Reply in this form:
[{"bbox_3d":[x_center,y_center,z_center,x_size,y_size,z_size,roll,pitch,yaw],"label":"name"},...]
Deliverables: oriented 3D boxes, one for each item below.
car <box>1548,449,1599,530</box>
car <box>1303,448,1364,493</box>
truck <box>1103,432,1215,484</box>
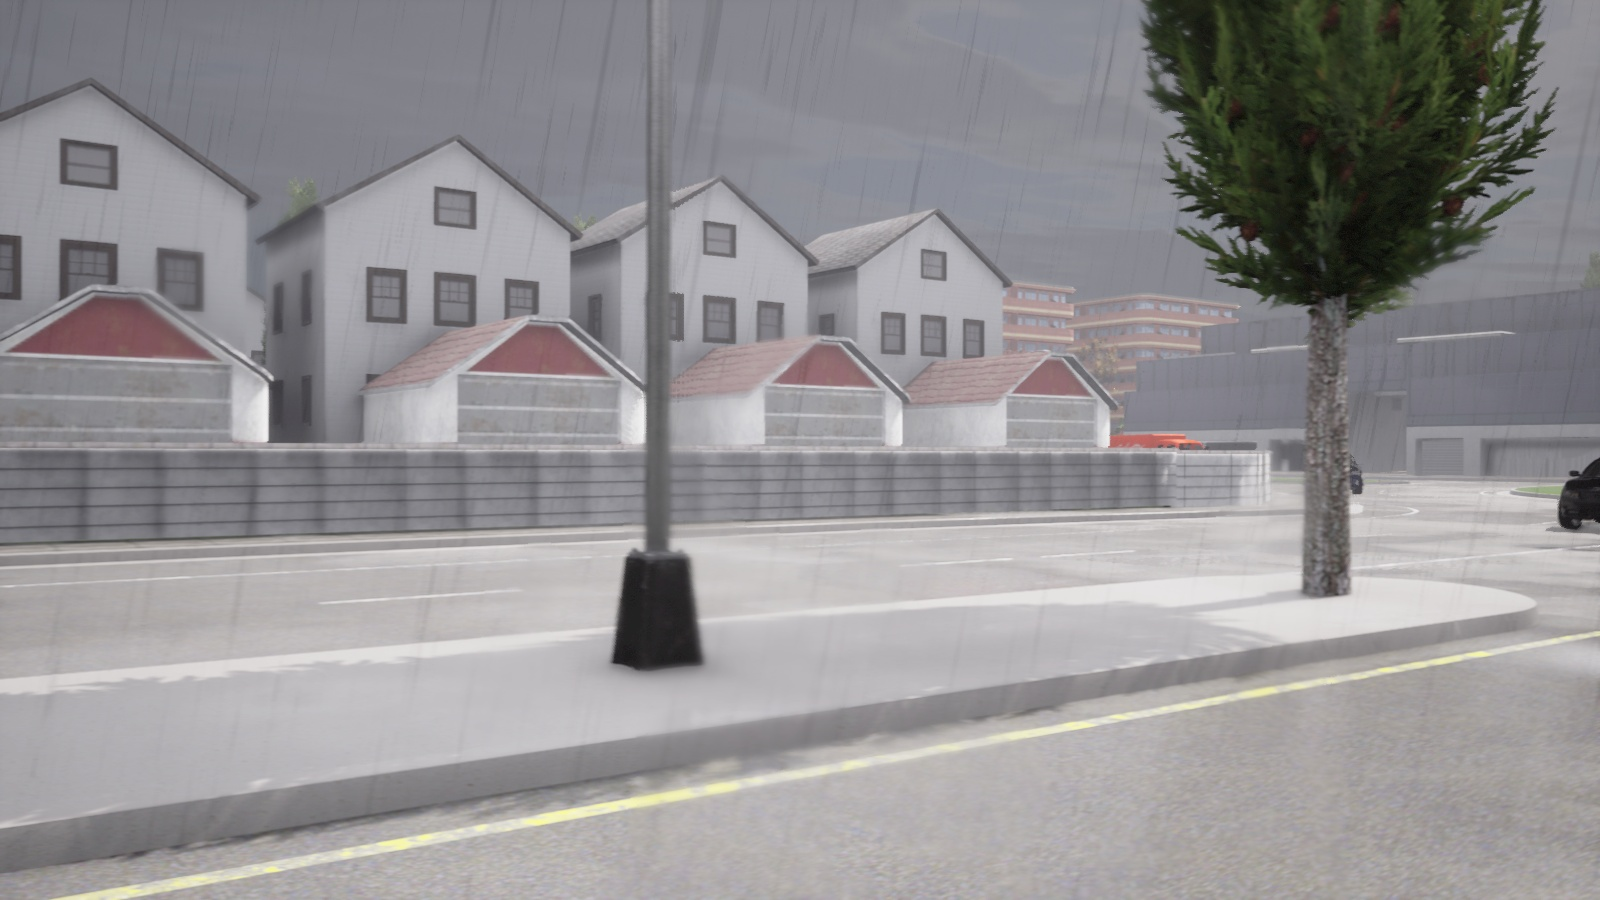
[{"bbox_3d":[17.008,0.749,25.679,1.882,1.535,5.008,0,0,43],"label":"car"},{"bbox_3d":[20.333,0.749,47.842,2.033,1.649,4.856,0,0,23],"label":"car"},{"bbox_3d":[17.704,0.374,62.176,2.627,2.467,5.204,0,0,-24],"label":"truck"}]
